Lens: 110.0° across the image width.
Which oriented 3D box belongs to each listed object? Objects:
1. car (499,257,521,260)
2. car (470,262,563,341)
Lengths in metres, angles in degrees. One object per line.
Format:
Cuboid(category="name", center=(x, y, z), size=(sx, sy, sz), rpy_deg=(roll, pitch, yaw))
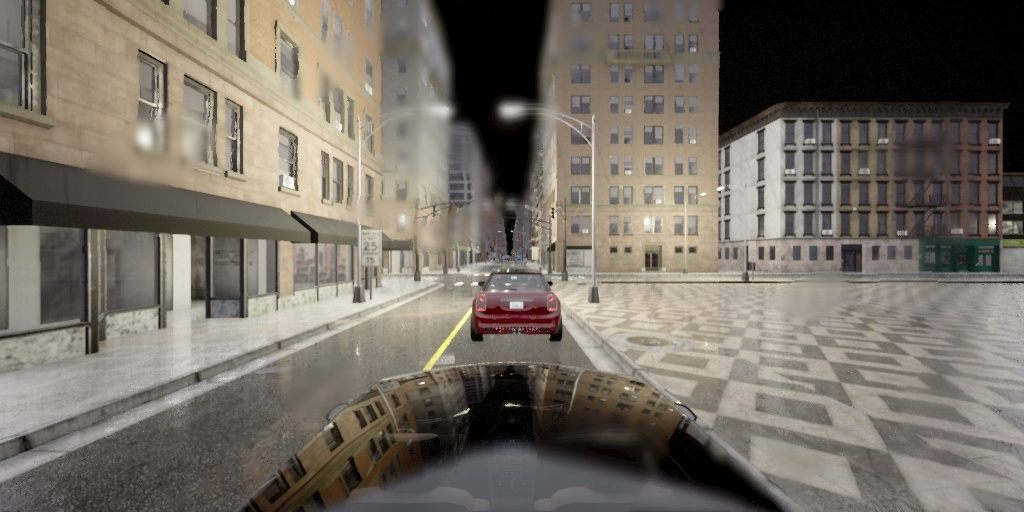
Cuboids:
Cuboid(category="car", center=(0.050, 1.094, 19.794), size=(2.097, 1.767, 4.553), rpy_deg=(0, 0, -1))
Cuboid(category="car", center=(0.102, 1.098, 9.977), size=(2.097, 1.767, 4.553), rpy_deg=(0, 0, 0))
